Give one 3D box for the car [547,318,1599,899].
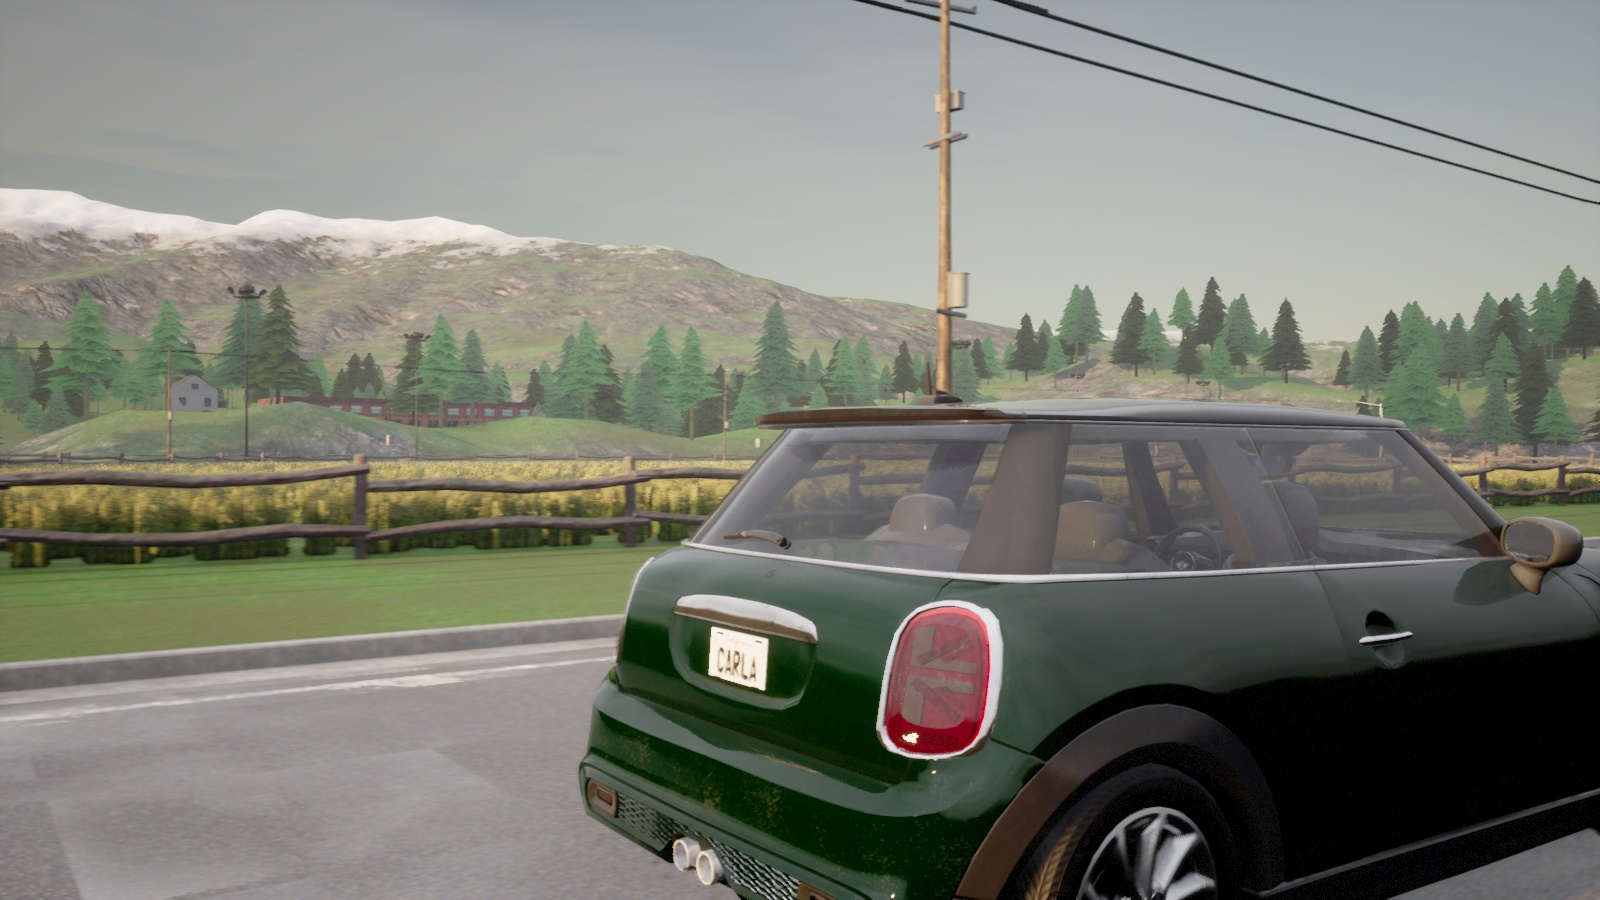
[{"bbox_3d":[1.597,0.612,4.771,4.553,1.767,2.097,0,0,-35],"label":"car"}]
